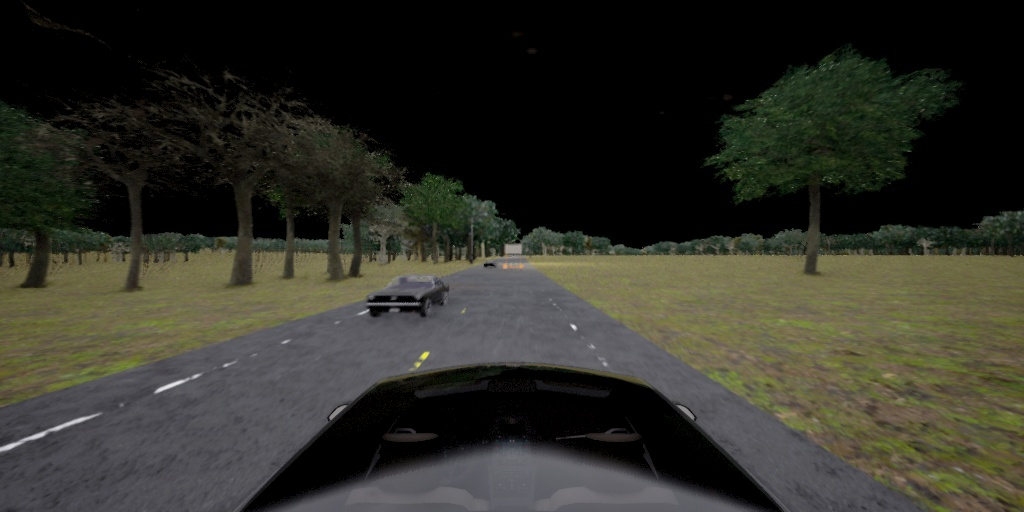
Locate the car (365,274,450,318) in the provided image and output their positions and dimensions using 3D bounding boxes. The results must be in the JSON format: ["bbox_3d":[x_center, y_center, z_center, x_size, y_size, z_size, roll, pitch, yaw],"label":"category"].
[{"bbox_3d":[-3.582,1.356,13.119,1.895,1.301,4.718,0,0,0],"label":"car"}]

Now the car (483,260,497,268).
[{"bbox_3d":[-3.280,1.203,54.469,1.895,1.301,4.718,0,0,1],"label":"car"}]

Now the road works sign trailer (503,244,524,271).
[{"bbox_3d":[0.181,0.126,46.560,2.380,3.560,2.880,0,0,1],"label":"road works sign trailer"}]
